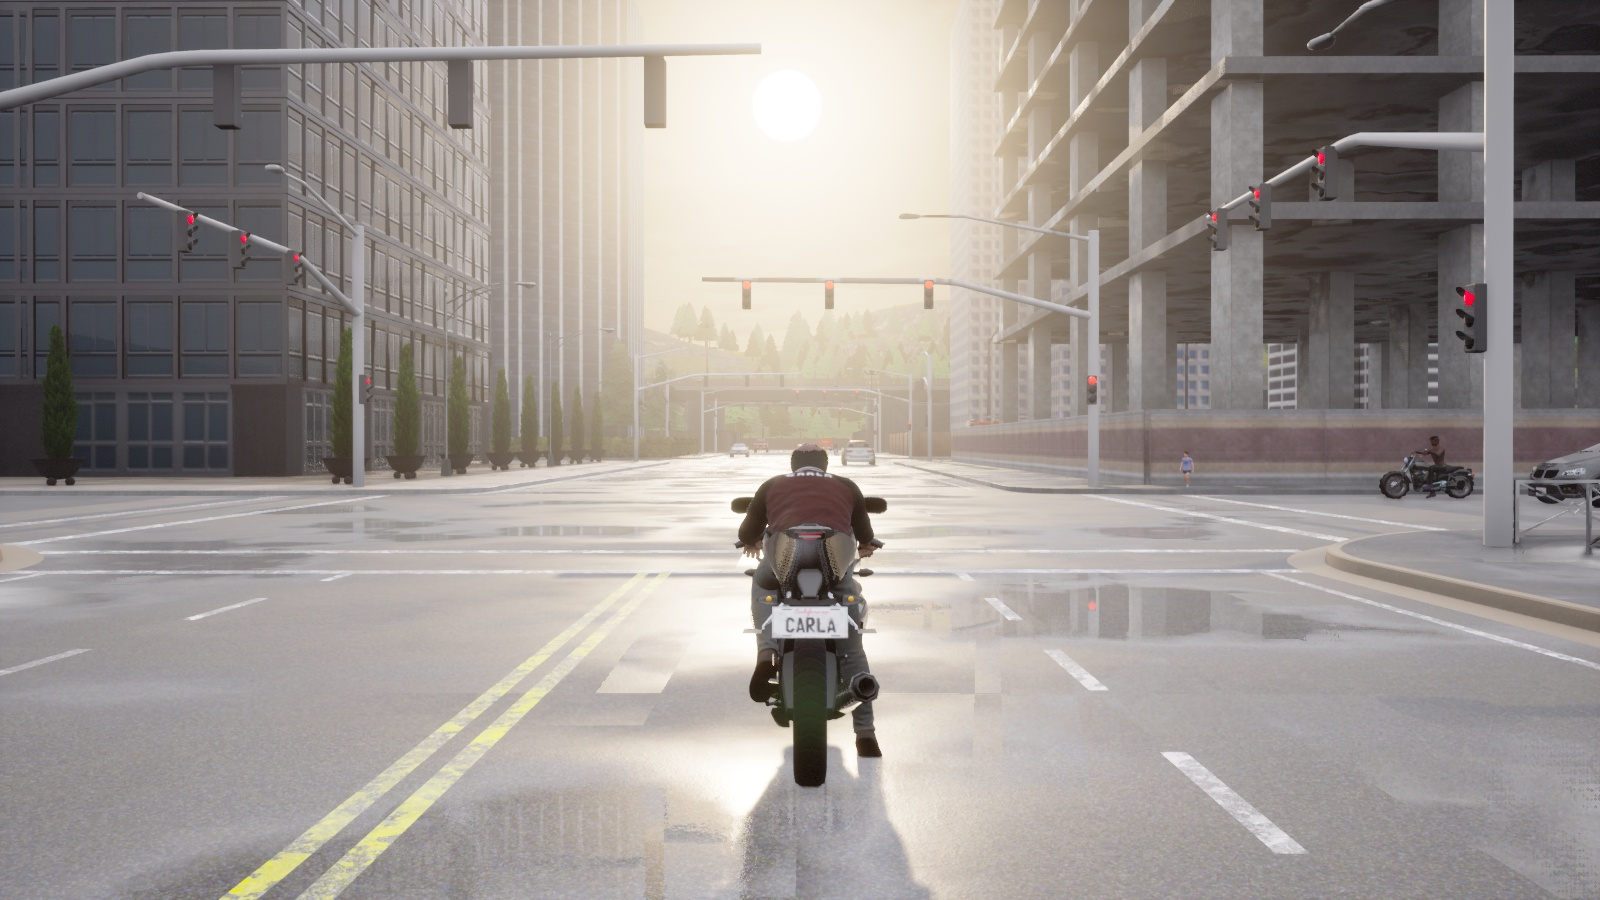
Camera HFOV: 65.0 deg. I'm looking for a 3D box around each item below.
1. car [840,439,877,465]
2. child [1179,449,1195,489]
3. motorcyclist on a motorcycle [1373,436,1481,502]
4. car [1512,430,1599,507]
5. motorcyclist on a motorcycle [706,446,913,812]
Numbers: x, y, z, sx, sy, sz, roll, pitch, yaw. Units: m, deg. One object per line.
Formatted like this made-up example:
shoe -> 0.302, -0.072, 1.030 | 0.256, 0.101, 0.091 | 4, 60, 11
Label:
car -> 3.933, 0.114, 85.024 | 2.242, 1.667, 4.611 | 0, 0, 0
child -> 10.776, 0.534, 34.972 | 0.394, 1.110, 0.255 | 0, 0, -42
motorcyclist on a motorcycle -> 15.918, 0.474, 31.900 | 2.350, 1.649, 0.766 | 0, 0, 0
car -> 19.038, 0.390, 28.397 | 4.611, 1.667, 2.242 | 0, 0, 0
motorcyclist on a motorcycle -> 0.046, 0.746, 6.351 | 0.866, 1.530, 2.191 | 0, 0, 0
